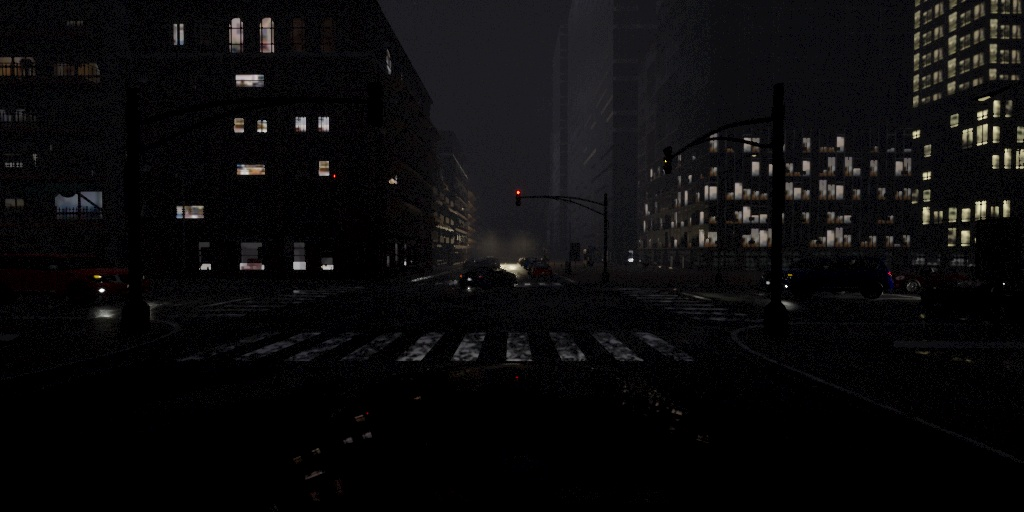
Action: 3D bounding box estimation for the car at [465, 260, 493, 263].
[{"bbox_3d":[-3.117,1.289,32.833,1.994,1.385,4.181,0,0,0],"label":"car"}]

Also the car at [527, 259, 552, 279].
[{"bbox_3d":[2.630,1.270,32.495,1.888,1.381,4.507,0,0,0],"label":"car"}]

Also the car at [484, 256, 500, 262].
[{"bbox_3d":[-3.127,1.052,50.808,2.097,1.767,4.553,0,0,0],"label":"car"}]

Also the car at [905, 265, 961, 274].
[{"bbox_3d":[23.357,1.229,20.754,4.097,1.591,1.967,0,0,1],"label":"car"}]

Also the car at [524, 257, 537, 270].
[{"bbox_3d":[2.625,1.157,38.141,1.967,1.591,4.097,0,0,0],"label":"car"}]

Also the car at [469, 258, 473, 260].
[{"bbox_3d":[-5.733,1.268,49.393,1.948,1.339,4.313,0,0,0],"label":"car"}]

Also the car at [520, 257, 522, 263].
[{"bbox_3d":[2.610,1.238,55.079,1.888,1.381,4.507,0,0,0],"label":"car"}]

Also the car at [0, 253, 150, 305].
[{"bbox_3d":[-19.005,0.907,15.361,5.566,2.045,2.150,1,1,1],"label":"car"}]

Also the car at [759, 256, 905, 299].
[{"bbox_3d":[15.725,1.019,18.117,5.566,2.045,2.150,0,1,1],"label":"car"}]

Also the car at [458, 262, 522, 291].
[{"bbox_3d":[-1.422,1.302,22.260,1.994,1.385,4.181,0,0,31],"label":"car"}]

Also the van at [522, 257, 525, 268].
[{"bbox_3d":[2.615,1.042,49.433,1.690,1.789,3.998,0,0,0],"label":"van"}]

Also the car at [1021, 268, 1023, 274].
[{"bbox_3d":[25.746,1.335,17.990,4.902,1.511,2.128,0,1,1],"label":"car"}]

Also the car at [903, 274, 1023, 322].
[{"bbox_3d":[16.705,1.445,12.201,4.403,1.370,2.007,0,0,1],"label":"car"}]

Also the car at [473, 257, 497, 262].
[{"bbox_3d":[-3.132,1.218,41.572,1.837,1.490,4.892,0,0,0],"label":"car"}]
